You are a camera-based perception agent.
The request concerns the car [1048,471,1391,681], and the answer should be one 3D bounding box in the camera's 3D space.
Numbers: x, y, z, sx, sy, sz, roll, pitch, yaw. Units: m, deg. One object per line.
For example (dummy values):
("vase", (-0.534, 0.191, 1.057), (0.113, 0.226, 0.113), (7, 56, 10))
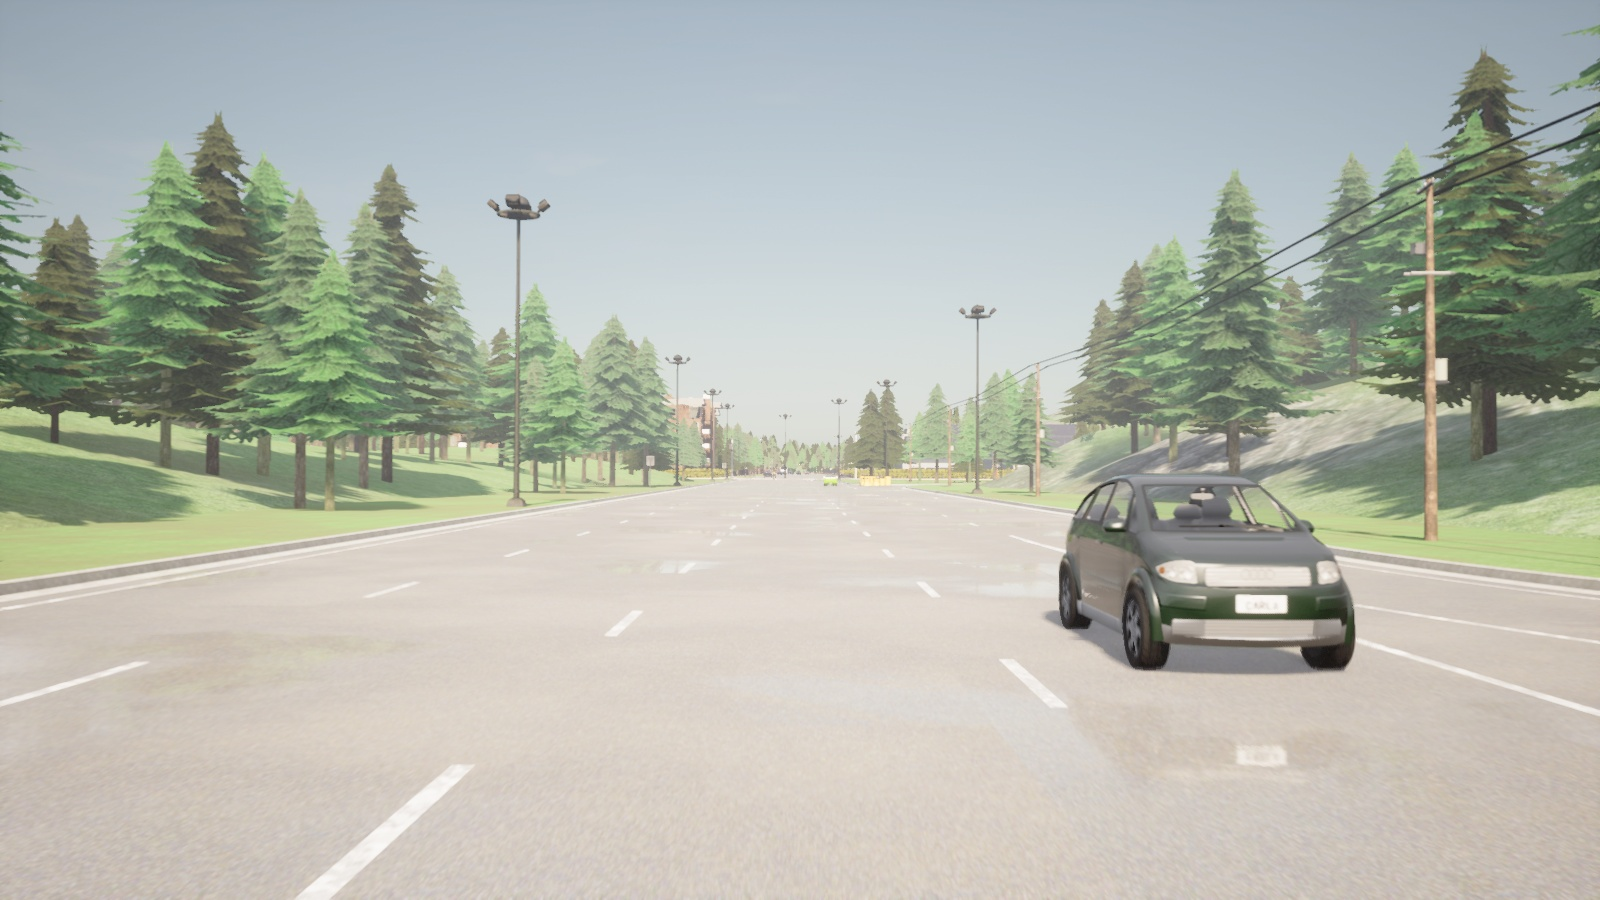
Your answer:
("car", (3.473, 0.966, 11.159), (1.789, 1.549, 3.705), (0, -1, 0))
